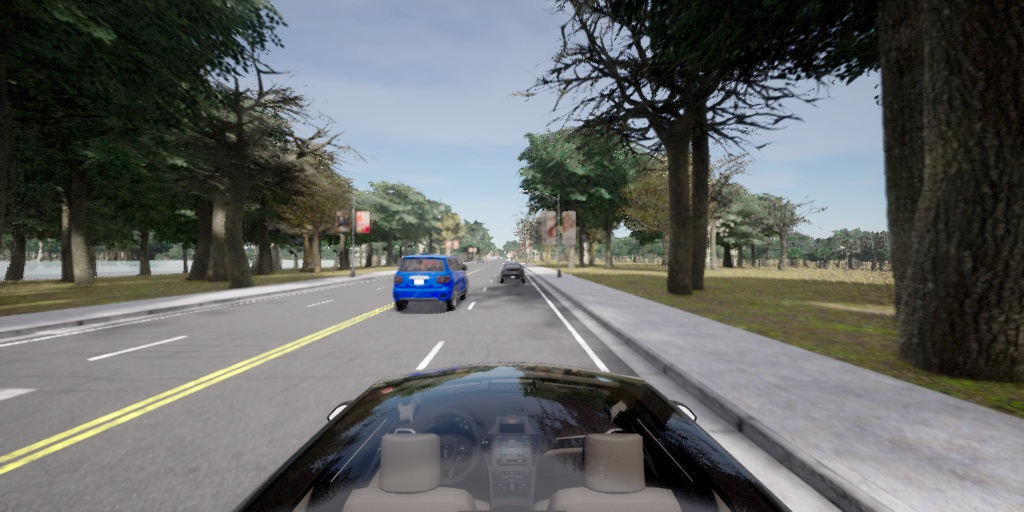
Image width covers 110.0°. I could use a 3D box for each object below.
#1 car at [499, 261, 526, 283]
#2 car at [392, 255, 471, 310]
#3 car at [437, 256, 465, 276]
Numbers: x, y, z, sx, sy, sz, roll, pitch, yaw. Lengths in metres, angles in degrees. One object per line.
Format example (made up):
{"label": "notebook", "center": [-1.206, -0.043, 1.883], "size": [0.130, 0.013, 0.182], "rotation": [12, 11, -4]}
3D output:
{"label": "car", "center": [0.053, 1.291, 28.393], "size": [1.837, 1.490, 4.892], "rotation": [0, 0, 0]}
{"label": "car", "center": [-3.157, 0.981, 14.839], "size": [2.150, 2.045, 5.566], "rotation": [0, 0, 0]}
{"label": "car", "center": [-6.699, 1.042, 39.782], "size": [2.150, 2.045, 5.566], "rotation": [0, 0, 0]}
